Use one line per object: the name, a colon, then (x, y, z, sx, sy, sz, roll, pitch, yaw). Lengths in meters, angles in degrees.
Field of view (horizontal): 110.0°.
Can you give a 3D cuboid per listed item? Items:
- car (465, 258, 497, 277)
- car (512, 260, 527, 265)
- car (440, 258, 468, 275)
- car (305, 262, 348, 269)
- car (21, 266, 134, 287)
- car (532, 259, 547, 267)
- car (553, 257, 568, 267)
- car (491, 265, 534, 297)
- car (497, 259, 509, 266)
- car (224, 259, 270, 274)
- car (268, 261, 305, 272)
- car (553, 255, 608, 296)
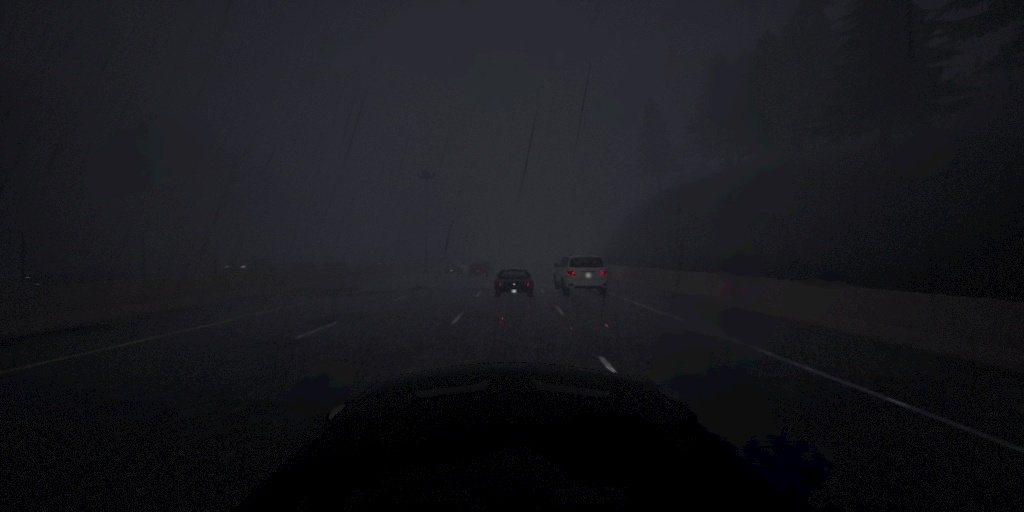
car: (-2.964, 1.226, 35.397, 1.882, 1.535, 5.008, 0, 0, 4)
car: (1.436, 1.348, 65.154, 1.895, 1.301, 4.718, 0, 0, 15)
car: (-6.121, 1.274, 39.798, 1.812, 1.442, 4.674, 0, 0, 5)
car: (-17.214, 1.275, 34.248, 1.812, 1.442, 4.674, 0, 0, 3)
car: (-28.044, 1.351, 23.413, 1.895, 1.301, 4.718, 0, 0, 1)
car: (4.981, 1.294, 64.986, 2.033, 1.411, 5.357, 0, 0, 16)
car: (8.767, 1.099, 64.670, 2.097, 1.767, 4.553, 0, 0, 14)
car: (0.101, 1.350, 18.919, 1.895, 1.301, 4.718, 0, 0, 0)
car: (-1.994, 1.225, 65.024, 1.882, 1.535, 5.008, 0, 0, 14)
car: (-24.253, 1.102, 33.438, 2.097, 1.767, 4.553, 0, 0, 3)
car: (-20.695, 1.297, 35.042, 2.033, 1.411, 5.357, 0, 0, 3)
car: (3.602, 0.970, 19.538, 2.150, 2.045, 5.566, 0, 0, 0)
